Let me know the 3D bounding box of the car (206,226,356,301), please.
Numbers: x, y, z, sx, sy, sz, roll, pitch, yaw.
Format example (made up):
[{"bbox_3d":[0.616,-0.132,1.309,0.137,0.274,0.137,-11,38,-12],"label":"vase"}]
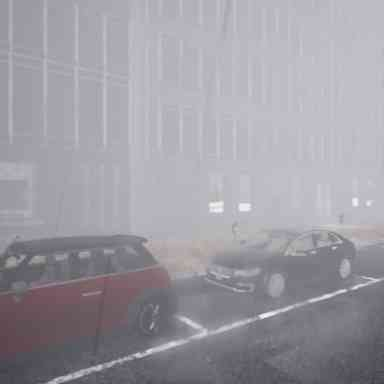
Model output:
[{"bbox_3d":[2.343,1.553,8.234,4.403,1.369,2.008,0,0,-36],"label":"car"}]

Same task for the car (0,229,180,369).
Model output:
[{"bbox_3d":[-2.290,1.440,4.928,4.097,1.590,1.967,0,0,-36],"label":"car"}]
